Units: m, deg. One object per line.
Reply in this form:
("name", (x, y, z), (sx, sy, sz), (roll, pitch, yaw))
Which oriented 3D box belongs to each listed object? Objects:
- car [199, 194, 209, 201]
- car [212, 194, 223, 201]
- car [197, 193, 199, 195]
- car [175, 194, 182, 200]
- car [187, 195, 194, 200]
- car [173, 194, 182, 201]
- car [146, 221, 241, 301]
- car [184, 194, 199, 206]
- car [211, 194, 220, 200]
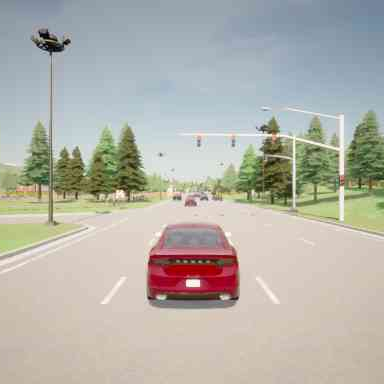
("car", (3.183, 1.516, 84.063), (1.812, 1.442, 4.674), (0, 0, 0))
("car", (6.684, 1.516, 83.660), (2.128, 1.511, 4.902), (0, 0, 0))
("car", (3.145, 1.357, 94.066), (2.128, 1.511, 4.902), (0, 0, 0))
("car", (-3.855, 1.310, 94.040), (1.882, 1.535, 5.008), (0, 0, 0))
("car", (-0.355, 1.427, 94.083), (1.895, 1.301, 4.718), (0, 0, 0))
("car", (-3.816, 1.469, 83.620), (1.882, 1.535, 5.008), (0, 0, 0))
("car", (0.031, 1.478, 8.418), (1.882, 1.535, 5.008), (0, 0, 0))
("car", (-0.199, 1.525, 53.020), (1.812, 1.442, 4.674), (0, 0, 0))
("car", (6.645, 1.372, 94.080), (2.033, 1.411, 5.357), (0, 0, 0))
